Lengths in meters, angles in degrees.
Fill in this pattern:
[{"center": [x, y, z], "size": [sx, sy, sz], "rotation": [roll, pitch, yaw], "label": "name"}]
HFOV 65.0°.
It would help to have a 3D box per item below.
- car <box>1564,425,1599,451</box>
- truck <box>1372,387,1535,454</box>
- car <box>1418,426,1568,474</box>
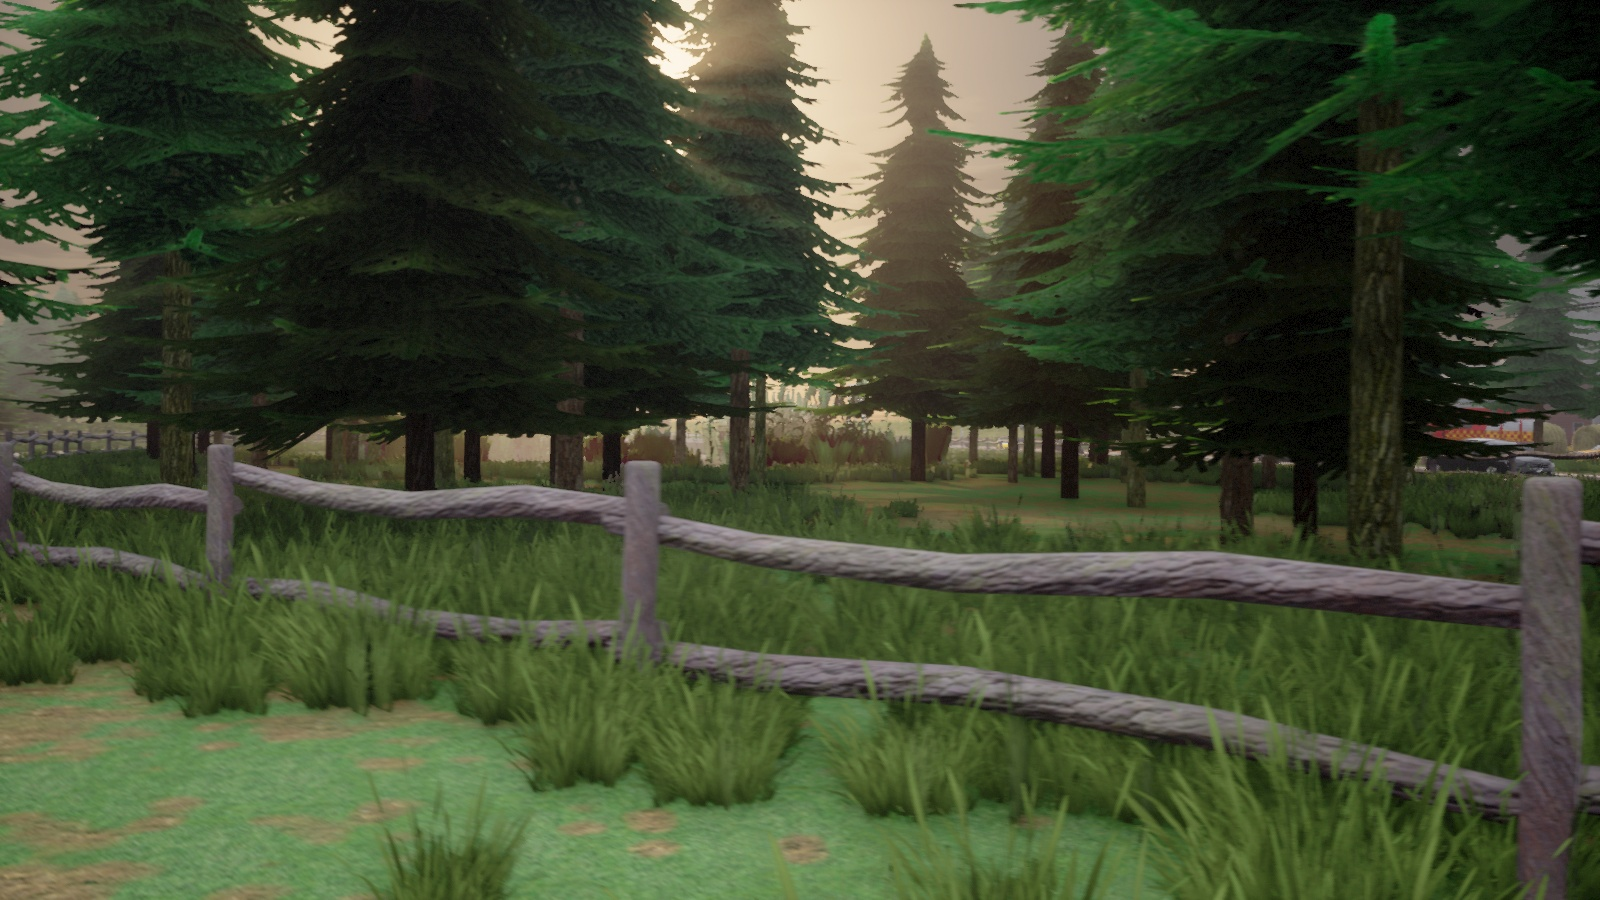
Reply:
[{"center": [49.495, -0.753, 76.223], "size": [5.366, 1.575, 1.801], "rotation": [-1, 1, -8], "label": "car"}, {"center": [38.777, -1.742, 74.607], "size": [8.468, 3.827, 2.891], "rotation": [-1, 1, -9], "label": "truck"}, {"center": [22.982, -0.039, 41.902], "size": [1.837, 1.490, 4.892], "rotation": [-1, 1, -7], "label": "car"}]
